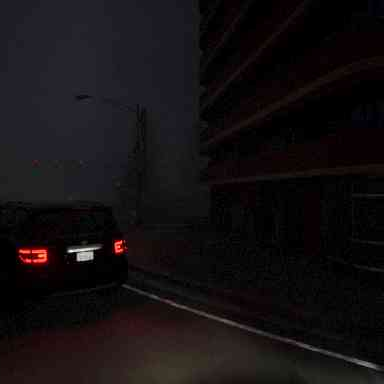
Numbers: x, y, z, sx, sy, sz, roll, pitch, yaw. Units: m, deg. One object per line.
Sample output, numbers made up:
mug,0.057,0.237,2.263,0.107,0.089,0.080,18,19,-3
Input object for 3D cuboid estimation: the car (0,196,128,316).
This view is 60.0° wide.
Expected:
car,-3.583,1.221,7.907,2.150,2.045,5.566,0,0,-40

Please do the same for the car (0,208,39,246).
car,-8.449,1.564,15.879,1.994,1.385,4.181,0,0,-26
